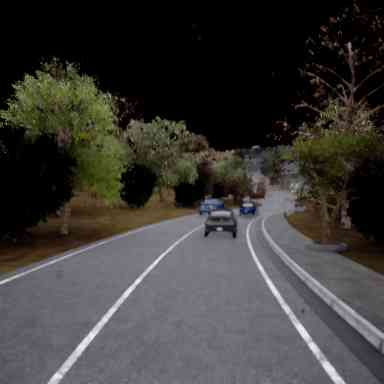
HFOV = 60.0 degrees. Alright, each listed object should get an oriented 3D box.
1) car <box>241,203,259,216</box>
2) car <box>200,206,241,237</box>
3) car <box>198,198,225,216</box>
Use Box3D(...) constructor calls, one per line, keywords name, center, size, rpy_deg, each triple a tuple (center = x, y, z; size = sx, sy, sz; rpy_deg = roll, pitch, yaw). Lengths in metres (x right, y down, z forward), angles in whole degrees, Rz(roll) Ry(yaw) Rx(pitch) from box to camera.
Box3D(name="car", center=(7.285, 2.169, 42.184), size=(1.882, 1.535, 5.008), rpy_deg=(1, -1, 19))
Box3D(name="car", center=(1.897, 1.833, 20.673), size=(1.837, 1.490, 4.892), rpy_deg=(1, -1, 9))
Box3D(name="car", center=(2.423, 1.762, 39.150), size=(2.150, 2.045, 5.566), rpy_deg=(1, -1, 17))
